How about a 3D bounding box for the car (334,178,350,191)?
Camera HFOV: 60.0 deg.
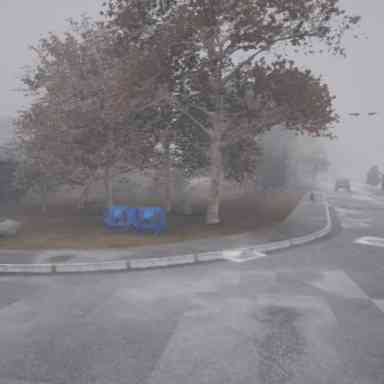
[{"bbox_3d":[24.452,-1.234,54.227,2.150,2.045,5.566,2,4,21],"label":"car"}]
